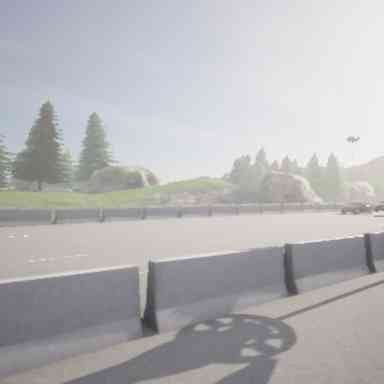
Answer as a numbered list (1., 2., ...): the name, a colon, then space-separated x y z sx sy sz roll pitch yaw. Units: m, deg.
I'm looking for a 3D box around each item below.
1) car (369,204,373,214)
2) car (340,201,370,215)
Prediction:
1. car: 21.935 1.576 36.720 4.181 1.385 1.994 1 -1 -36
2. car: 19.516 1.876 39.298 4.892 1.490 1.837 2 -1 -35
